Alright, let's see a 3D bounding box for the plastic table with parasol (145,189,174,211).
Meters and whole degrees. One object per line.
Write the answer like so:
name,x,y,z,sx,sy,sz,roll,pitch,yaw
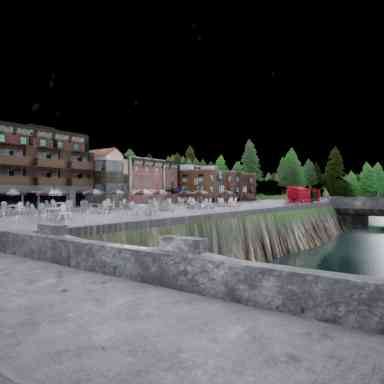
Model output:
plastic table with parasol,-3.888,0.921,39.812,2.482,2.480,2.482,0,0,35
